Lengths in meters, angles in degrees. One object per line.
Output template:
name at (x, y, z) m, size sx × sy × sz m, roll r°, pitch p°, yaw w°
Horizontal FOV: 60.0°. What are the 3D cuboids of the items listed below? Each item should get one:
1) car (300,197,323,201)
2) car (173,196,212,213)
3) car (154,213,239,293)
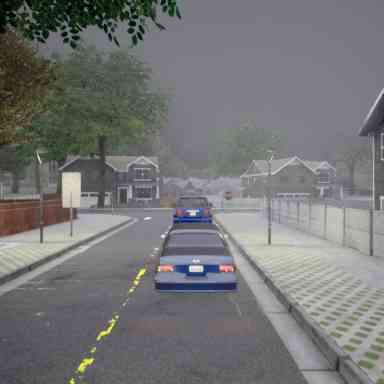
car at (13.919, 1.408, 40.262) m, size 4.553 × 1.767 × 2.097 m, roll 0°, pitch 0°, yaw -13°
car at (0.046, 1.220, 19.744) m, size 2.150 × 2.045 × 5.566 m, roll 0°, pitch 0°, yaw 0°
car at (0.075, 1.546, 8.994) m, size 2.033 × 1.411 × 5.357 m, roll 0°, pitch 0°, yaw 0°
